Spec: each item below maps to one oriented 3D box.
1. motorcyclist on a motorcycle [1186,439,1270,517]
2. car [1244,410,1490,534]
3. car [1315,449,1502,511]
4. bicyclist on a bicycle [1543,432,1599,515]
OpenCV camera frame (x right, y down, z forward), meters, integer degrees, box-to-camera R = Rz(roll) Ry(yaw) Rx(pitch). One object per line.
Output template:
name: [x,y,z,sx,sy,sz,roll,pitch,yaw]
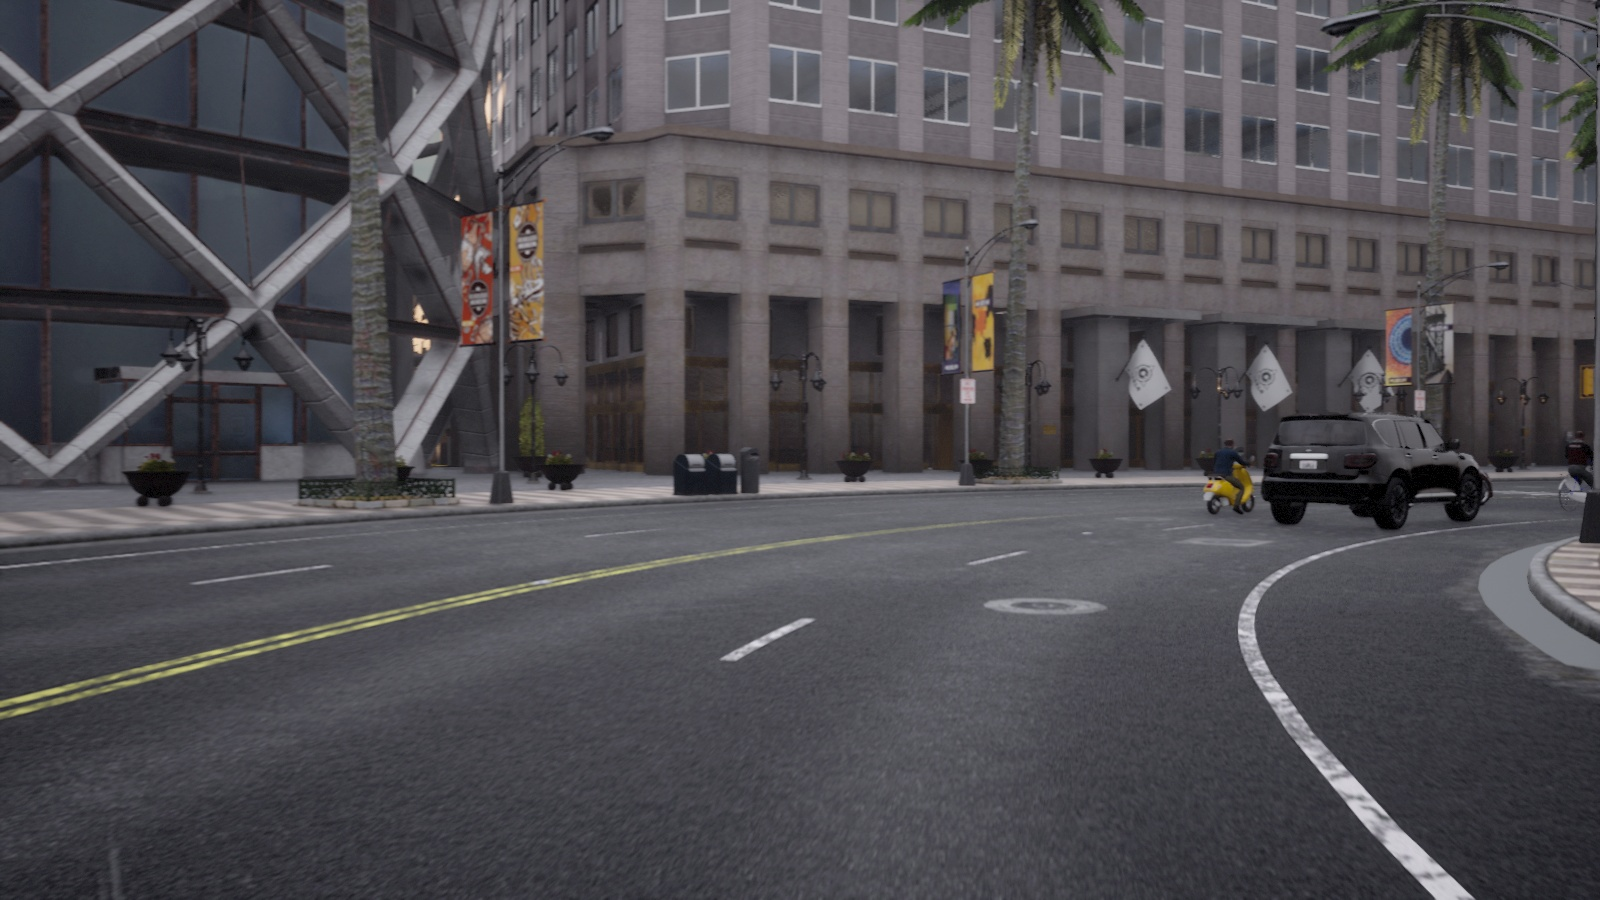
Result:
motorcyclist on a motorcycle: [9.029,0.567,26.464,1.817,1.590,0.866,0,0,-40]
car: [10.638,0.354,23.324,5.566,2.045,2.150,0,0,-43]
car: [14.646,0.668,30.191,4.181,1.385,1.994,0,0,-29]
bicyclist on a bicycle: [17.160,0.494,27.481,1.843,1.776,0.659,0,0,-27]
